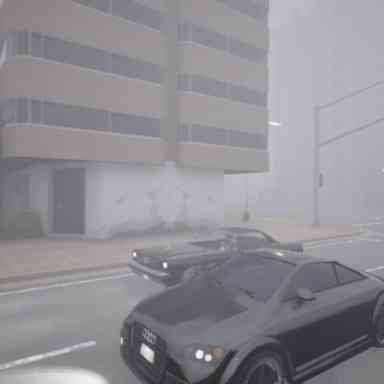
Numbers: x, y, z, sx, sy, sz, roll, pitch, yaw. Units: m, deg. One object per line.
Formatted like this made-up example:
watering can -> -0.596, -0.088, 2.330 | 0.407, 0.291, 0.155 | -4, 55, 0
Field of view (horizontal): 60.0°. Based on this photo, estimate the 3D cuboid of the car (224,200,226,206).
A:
car -> 4.059, 1.697, 58.398 | 1.812, 1.442, 4.674 | 0, 0, -36

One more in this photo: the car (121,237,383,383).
car -> 1.138, 1.581, 4.787 | 4.181, 1.385, 1.994 | 0, 0, -35

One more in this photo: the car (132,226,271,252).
car -> 0.773, 1.627, 8.818 | 4.718, 1.301, 1.895 | 0, 0, -35
